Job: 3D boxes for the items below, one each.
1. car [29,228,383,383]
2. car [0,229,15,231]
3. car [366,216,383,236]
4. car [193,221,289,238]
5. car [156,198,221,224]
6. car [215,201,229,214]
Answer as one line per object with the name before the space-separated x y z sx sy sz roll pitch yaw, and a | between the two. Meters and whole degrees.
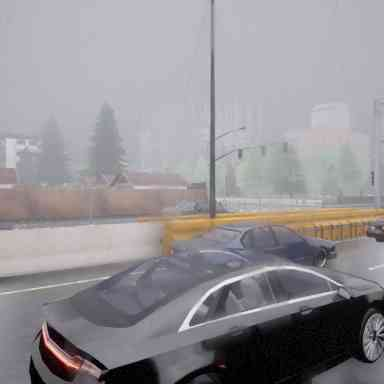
car | 0.665 1.492 4.215 4.902 1.511 2.128 0 0 -35
car | -8.449 1.491 10.862 4.902 1.511 2.128 0 0 -35
car | 10.056 1.547 15.179 5.357 1.411 2.033 0 0 -35
car | 1.856 1.547 9.359 5.357 1.411 2.033 0 0 -35
car | -0.212 1.351 25.246 4.553 1.767 2.097 0 0 -35
car | 0.217 1.351 21.282 4.553 1.767 2.097 0 0 -35
